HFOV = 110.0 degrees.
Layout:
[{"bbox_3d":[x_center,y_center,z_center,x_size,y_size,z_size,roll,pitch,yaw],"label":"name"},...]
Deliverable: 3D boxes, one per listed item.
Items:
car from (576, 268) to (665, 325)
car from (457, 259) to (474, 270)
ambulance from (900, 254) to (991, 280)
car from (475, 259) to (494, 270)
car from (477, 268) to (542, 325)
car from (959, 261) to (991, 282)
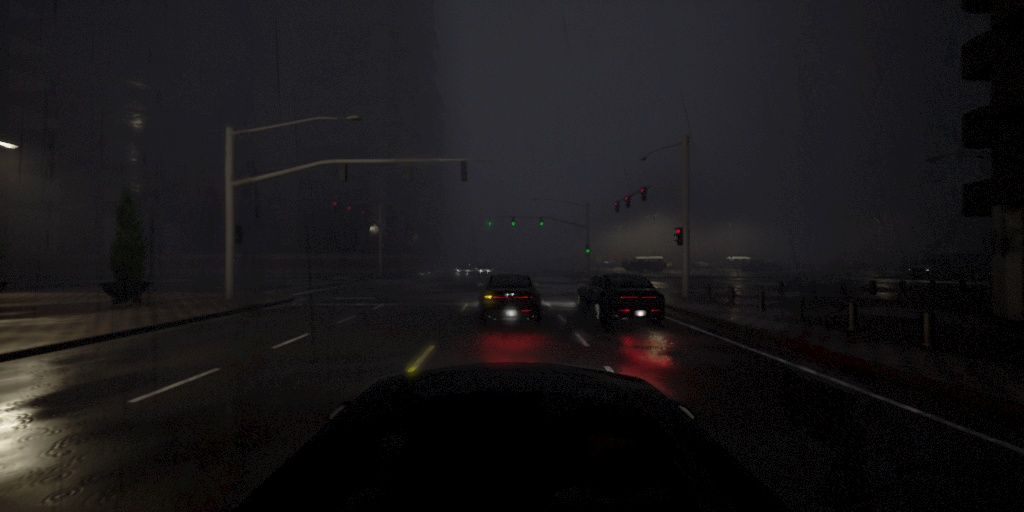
[{"bbox_3d":[3.440,1.310,12.121,1.837,1.490,4.892,0,0,-1],"label":"car"},{"bbox_3d":[-8.128,1.571,61.106,1.837,1.490,4.892,0,0,0],"label":"car"},{"bbox_3d":[40.877,0.996,33.476,6.366,2.431,2.351,0,0,-1],"label":"ambulance"},{"bbox_3d":[-4.629,1.631,61.149,1.994,1.385,4.181,0,0,0],"label":"car"},{"bbox_3d":[-0.109,1.310,12.080,1.837,1.490,4.892,0,0,-2],"label":"car"},{"bbox_3d":[41.471,1.441,30.054,4.902,1.511,2.128,0,0,0],"label":"car"}]
